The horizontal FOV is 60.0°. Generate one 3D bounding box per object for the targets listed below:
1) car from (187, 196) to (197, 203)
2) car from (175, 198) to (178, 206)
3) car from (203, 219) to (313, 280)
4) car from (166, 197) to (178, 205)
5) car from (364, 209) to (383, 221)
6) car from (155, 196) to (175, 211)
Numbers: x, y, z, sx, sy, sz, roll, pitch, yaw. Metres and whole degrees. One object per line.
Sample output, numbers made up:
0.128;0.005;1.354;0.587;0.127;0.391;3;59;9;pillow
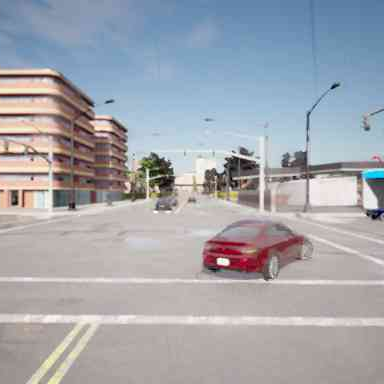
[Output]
-0.014;1.598;71.015;2.033;1.411;5.357;0;0;0;car
-3.580;1.394;51.782;2.097;1.767;4.553;0;0;0;car
2.082;1.534;10.044;1.812;1.442;4.674;-1;0;35;car
-3.542;1.650;60.634;1.895;1.301;4.718;0;0;1;car
16.530;1.624;26.651;4.718;1.301;1.895;0;0;1;car
-3.602;1.540;42.371;1.837;1.490;4.892;0;0;0;car
